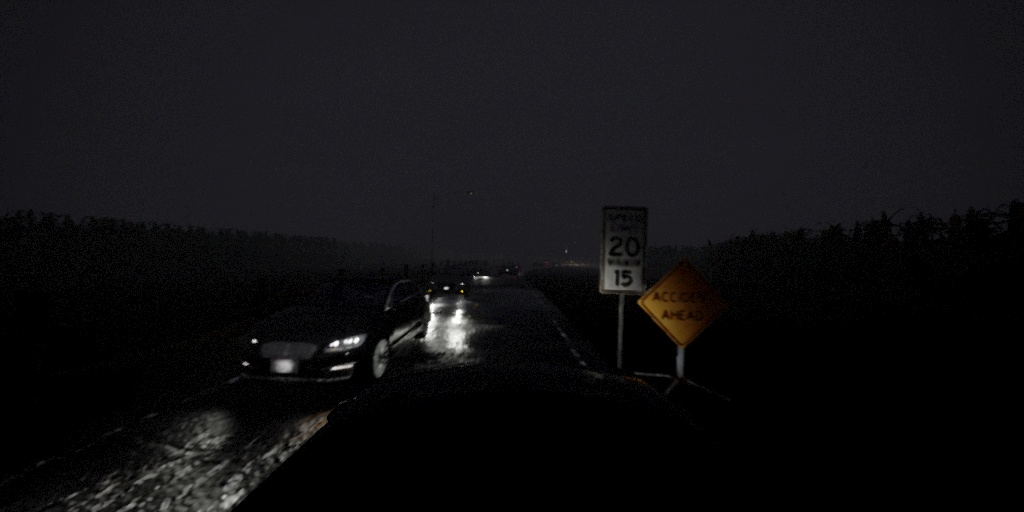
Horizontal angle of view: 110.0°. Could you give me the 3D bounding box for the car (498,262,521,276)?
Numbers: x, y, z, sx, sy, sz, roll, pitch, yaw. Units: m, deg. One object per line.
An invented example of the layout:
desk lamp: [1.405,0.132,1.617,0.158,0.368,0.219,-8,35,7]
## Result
car: [-0.409,1.394,38.438,1.994,1.385,4.181,2,0,2]

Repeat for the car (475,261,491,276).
car: [-3.289,1.279,38.053,2.033,1.411,5.357,2,0,1]

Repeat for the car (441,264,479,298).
car: [-2.967,1.253,18.040,1.994,1.385,4.181,2,0,-1]

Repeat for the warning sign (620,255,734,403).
warning sign: [2.406,0.954,5.157,1.300,1.860,1.060,0,0,1]

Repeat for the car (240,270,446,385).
car: [-2.902,1.155,7.044,2.128,1.511,4.902,2,0,0]
